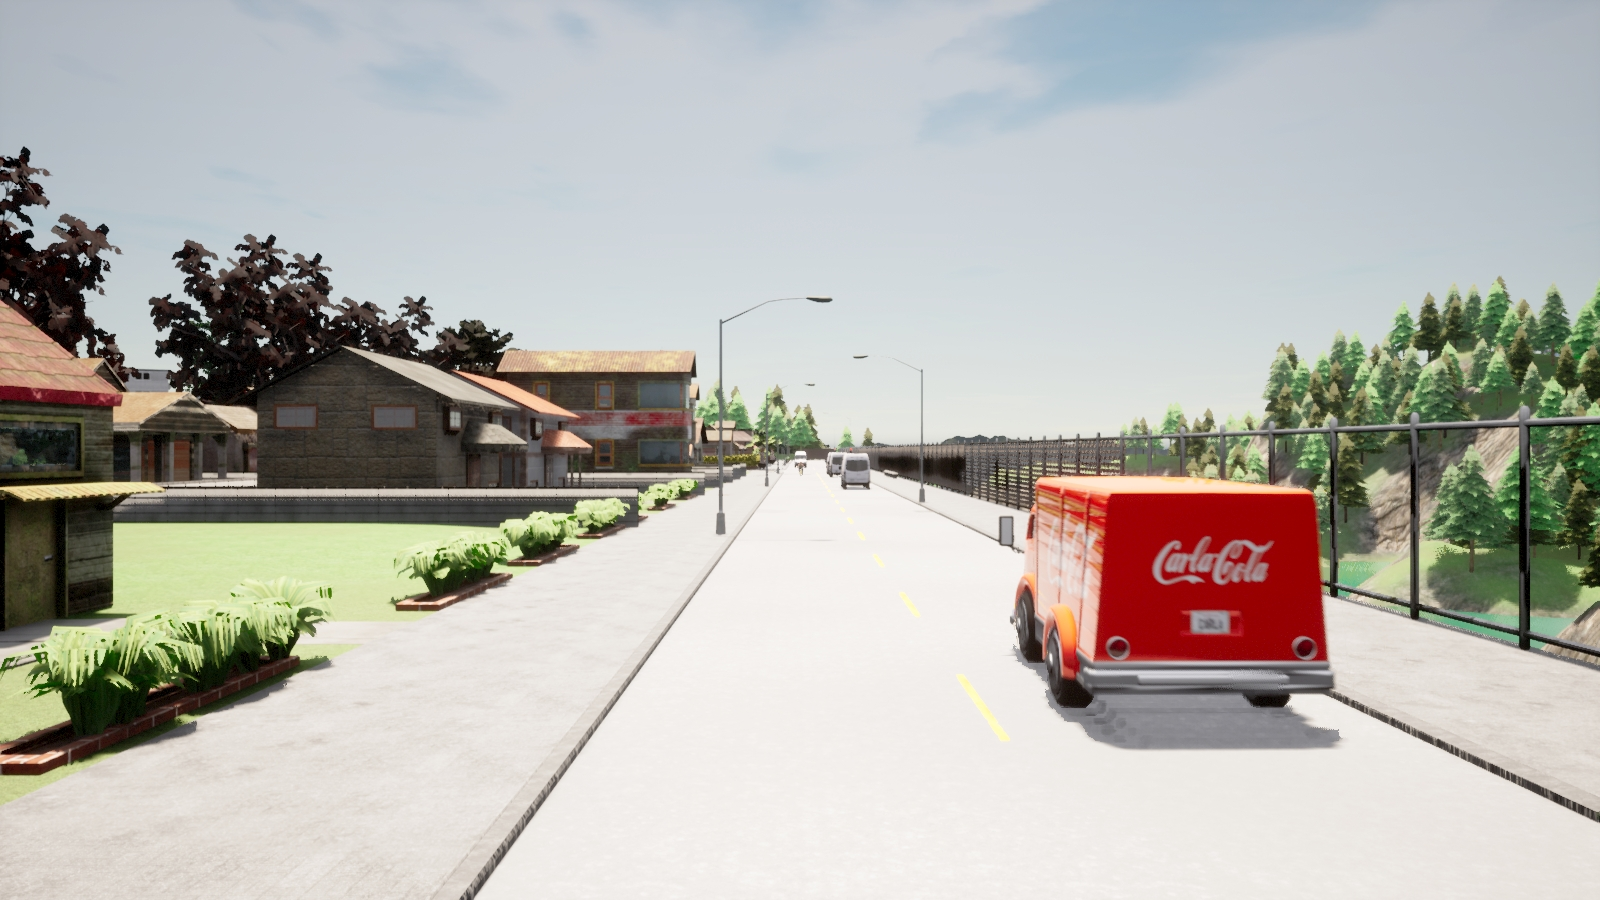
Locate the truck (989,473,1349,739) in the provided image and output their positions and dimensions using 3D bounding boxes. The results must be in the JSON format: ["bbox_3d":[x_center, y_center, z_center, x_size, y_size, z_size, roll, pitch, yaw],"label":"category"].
[{"bbox_3d":[4.019,1.571,13.705,2.627,2.467,5.204,0,0,0],"label":"truck"}]
